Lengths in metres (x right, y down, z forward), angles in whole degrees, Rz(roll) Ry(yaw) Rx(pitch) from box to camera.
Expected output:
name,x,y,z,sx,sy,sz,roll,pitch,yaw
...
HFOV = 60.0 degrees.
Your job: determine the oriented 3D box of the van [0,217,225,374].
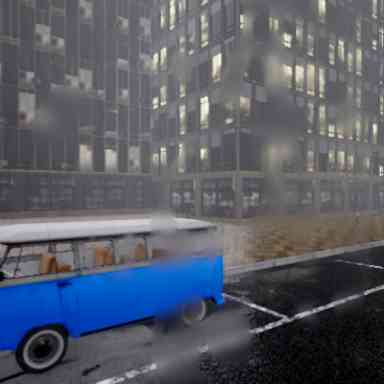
name,x,y,z,sx,sy,sz,roll,pitch,yaw
van,-1.329,1.347,5.336,3.998,1.788,1.690,0,0,-36
